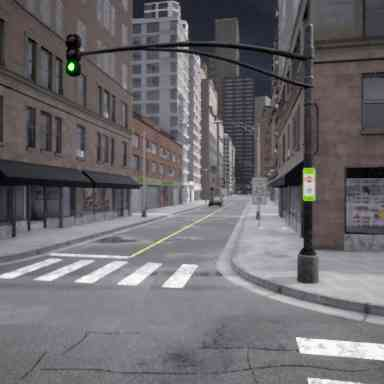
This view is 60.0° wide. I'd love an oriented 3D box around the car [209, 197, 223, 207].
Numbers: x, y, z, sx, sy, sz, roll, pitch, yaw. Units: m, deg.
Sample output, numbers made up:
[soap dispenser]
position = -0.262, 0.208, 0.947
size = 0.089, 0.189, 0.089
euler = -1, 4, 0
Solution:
[car]
position = 3.728, 1.465, 51.205
size = 1.882, 1.535, 5.008
euler = 0, 0, 11
